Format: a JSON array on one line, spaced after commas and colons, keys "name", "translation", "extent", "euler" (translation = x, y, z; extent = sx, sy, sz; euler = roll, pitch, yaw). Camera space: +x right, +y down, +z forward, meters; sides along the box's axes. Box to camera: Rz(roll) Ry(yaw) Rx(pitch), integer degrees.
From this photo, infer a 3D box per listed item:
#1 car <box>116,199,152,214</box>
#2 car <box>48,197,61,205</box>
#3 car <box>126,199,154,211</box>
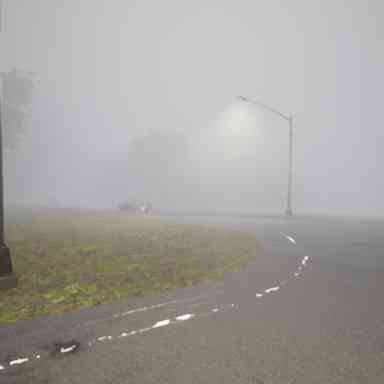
[{"name": "car", "translation": [-6.049, 1.429, 33.594], "extent": [2.128, 1.511, 4.902], "euler": [3, -2, -35]}, {"name": "car", "translation": [-27.973, 1.789, 67.535], "extent": [2.097, 1.767, 4.553], "euler": [3, -3, -28]}, {"name": "car", "translation": [-7.594, 1.876, 48.000], "extent": [1.882, 1.535, 5.008], "euler": [3, -2, -35]}]
